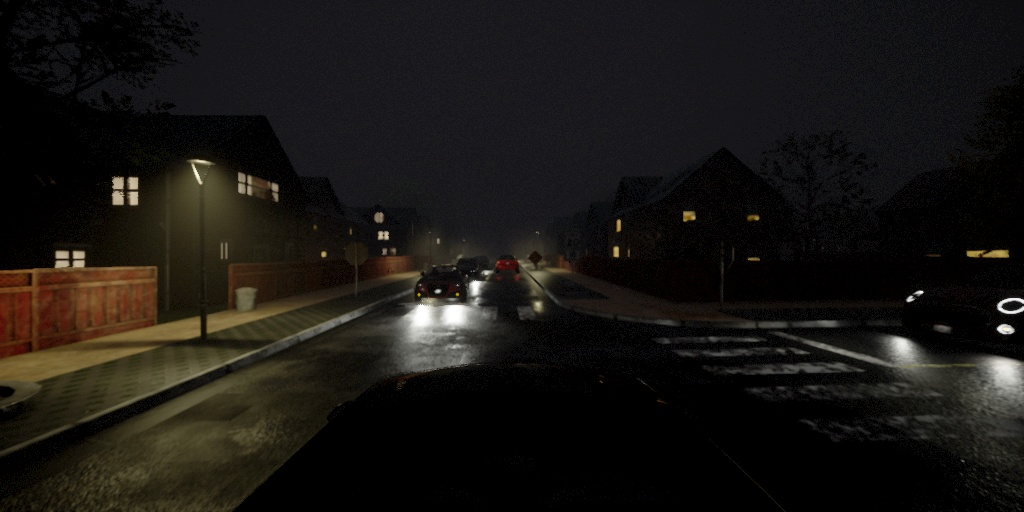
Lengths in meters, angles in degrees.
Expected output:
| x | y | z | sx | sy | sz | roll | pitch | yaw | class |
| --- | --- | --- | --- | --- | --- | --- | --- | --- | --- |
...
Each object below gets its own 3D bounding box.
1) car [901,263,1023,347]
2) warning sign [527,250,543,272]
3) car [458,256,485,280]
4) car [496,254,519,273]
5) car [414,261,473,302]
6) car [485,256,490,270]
| x | y | z | sx | sy | sz | roll | pitch | yaw | class |
| --- | --- | --- | --- | --- | --- | --- | --- | --- | --- |
| 11.264 | 0.919 | 7.632 | 4.553 | 1.767 | 2.097 | -1 | 0 | -3 | car |
| 2.044 | 0.433 | 31.305 | 1.300 | 1.860 | 1.060 | 0 | 0 | -1 | warning sign |
| -3.238 | 0.889 | 26.152 | 1.837 | 1.490 | 4.892 | 0 | 1 | -1 | car |
| -0.425 | 0.637 | 34.280 | 2.097 | 1.767 | 4.553 | 0 | 1 | -1 | car |
| -2.899 | 1.098 | 15.378 | 1.994 | 1.385 | 4.181 | 0 | 1 | -4 | car |
| -3.452 | 0.706 | 39.516 | 1.882 | 1.535 | 5.008 | 0 | 1 | -1 | car |
